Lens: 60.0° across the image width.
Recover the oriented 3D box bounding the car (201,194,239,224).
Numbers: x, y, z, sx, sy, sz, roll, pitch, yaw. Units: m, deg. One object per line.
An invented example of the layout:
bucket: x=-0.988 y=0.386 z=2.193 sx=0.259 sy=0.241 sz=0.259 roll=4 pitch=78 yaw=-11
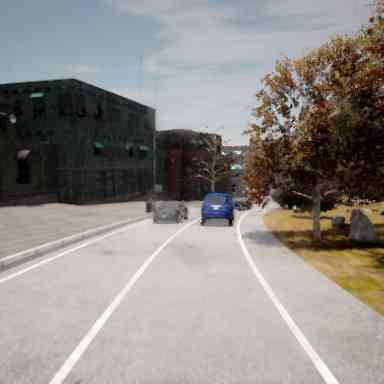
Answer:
car: x=2.008 y=1.148 z=24.229 sx=2.150 sy=2.045 sz=5.566 roll=1 pitch=0 yaw=10

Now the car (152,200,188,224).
car: x=-1.474 y=1.380 z=24.080 sx=1.837 sy=1.490 sz=4.892 roll=1 pitch=0 yaw=10

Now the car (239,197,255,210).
car: x=6.557 y=1.418 z=42.056 sx=1.837 sy=1.490 sz=4.892 roll=2 pitch=0 yaw=18

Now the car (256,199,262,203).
car: x=11.847 y=1.486 z=62.653 sx=1.994 sy=1.385 sz=4.181 roll=3 pitch=1 yaw=28
